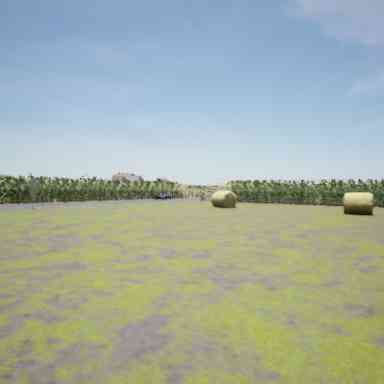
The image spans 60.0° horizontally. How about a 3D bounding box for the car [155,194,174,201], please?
[{"bbox_3d":[-5.659,1.054,68.068,1.895,1.301,4.718,1,0,31],"label":"car"}]
